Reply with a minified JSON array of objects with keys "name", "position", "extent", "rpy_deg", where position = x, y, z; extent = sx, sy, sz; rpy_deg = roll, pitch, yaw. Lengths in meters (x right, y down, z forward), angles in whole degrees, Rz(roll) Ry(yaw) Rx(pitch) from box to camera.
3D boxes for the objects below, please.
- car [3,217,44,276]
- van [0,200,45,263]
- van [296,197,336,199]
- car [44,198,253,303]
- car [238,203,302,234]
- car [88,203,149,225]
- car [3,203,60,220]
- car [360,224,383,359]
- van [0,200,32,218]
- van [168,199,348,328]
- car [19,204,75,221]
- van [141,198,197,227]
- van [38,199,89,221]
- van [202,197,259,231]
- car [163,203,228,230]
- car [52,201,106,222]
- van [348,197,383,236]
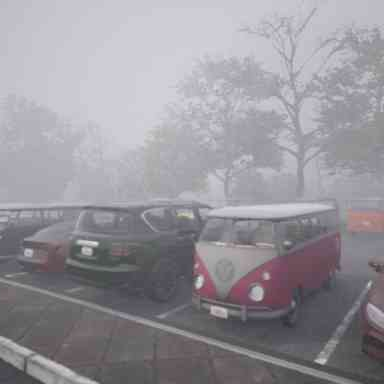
[{"name":"car","position":[-2.710,1.566,10.218],"extent":[2.163,1.488,4.792],"rpy_deg":[-1,-1,36]},{"name":"van","position":[-5.061,1.371,11.722],"extent":[1.878,1.987,4.442],"rpy_deg":[-2,-1,36]},{"name":"van","position":[7.066,1.265,19.127],"extent":[1.878,1.987,4.442],"rpy_deg":[-1,-1,36]},{"name":"car","position":[-0.476,1.240,8.618],"extent":[2.435,2.045,5.566],"rpy_deg":[0,0,36]},{"name":"car","position":[5.010,1.532,20.749],"extent":[2.097,1.535,5.008],"rpy_deg":[-2,-1,36]},{"name":"car","position":[-6.257,1.833,28.799],"extent":[2.097,1.535,5.008],"rpy_deg":[-2,-1,36]},{"name":"car","position":[-17.621,2.133,36.710],"extent":[1.946,1.575,5.366],"rpy_deg":[-2,-1,36]},{"name":"car","position":[4.026,1.500,5.365],"extent":[2.002,1.452,4.674],"rpy_deg":[0,0,36]},{"name":"van","position":[-22.051,2.056,40.253],"extent":[1.878,1.987,4.442],"rpy_deg":[-2,-1,36]},{"name":"van","position":[1.698,1.250,6.885],"extent":[1.878,1.987,4.442],"rpy_deg":[0,0,36]},{"name":"car","position":[-15.267,2.075,35.245],"extent":[2.231,1.521,4.892],"rpy_deg":[-2,-1,36]},{"name":"van","position":[-1.685,1.487,25.677],"extent":[1.878,1.987,4.442],"rpy_deg":[-2,-1,36]},{"name":"van","position":[-12.947,1.788,33.736],"extent":[1.878,1.987,4.442],"rpy_deg":[-2,-1,36]},{"name":"van","position":[2.682,1.366,22.264],"extent":[1.878,1.987,4.442],"rpy_deg":[-2,-1,36]},{"name":"car","position":[0.397,1.649,23.817],"extent":[1.946,1.575,5.366],"rpy_deg":[-2,-1,36]},{"name":"car","position":[-10.779,1.828,32.003],"extent":[2.185,1.767,4.553],"rpy_deg":[-2,-1,36]},{"name":"van","position":[9.563,1.248,17.627],"extent":[1.878,1.987,4.442],"rpy_deg":[0,0,36]}]
